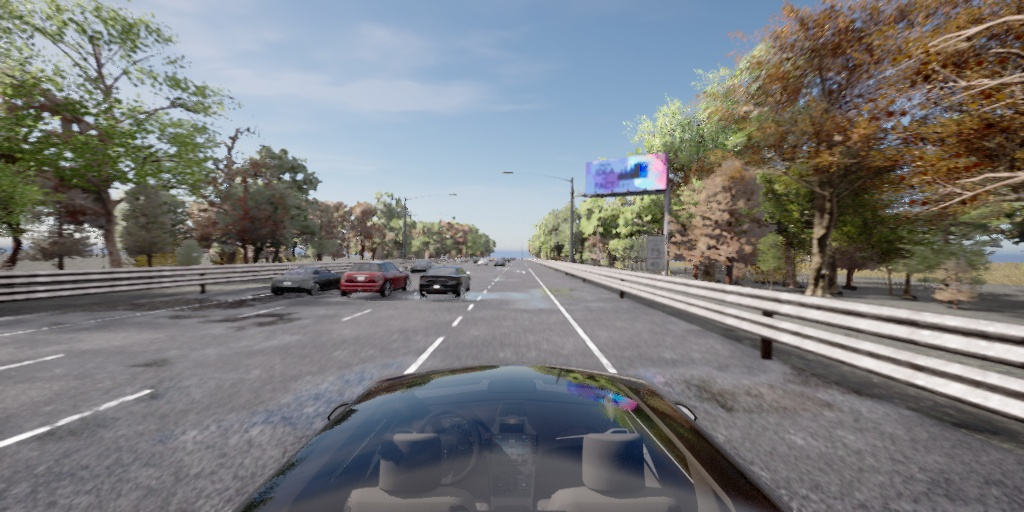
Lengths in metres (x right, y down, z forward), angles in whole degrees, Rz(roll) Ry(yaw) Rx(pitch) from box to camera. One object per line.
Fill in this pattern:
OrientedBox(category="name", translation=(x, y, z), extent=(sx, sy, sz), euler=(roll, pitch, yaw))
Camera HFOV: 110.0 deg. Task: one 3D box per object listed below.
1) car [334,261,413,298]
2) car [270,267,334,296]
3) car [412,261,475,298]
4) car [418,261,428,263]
OrientedBox(category="car", translation=(-6.762, 1.045, 18.277), extent=(2.097, 1.767, 4.553), euler=(0, 0, 1))
OrientedBox(category="car", translation=(-10.263, 1.229, 18.463), extent=(1.994, 1.385, 4.181), euler=(0, 0, 1))
OrientedBox(category="car", translation=(-3.267, 1.199, 18.227), extent=(1.882, 1.535, 5.008), euler=(0, 0, 1))
OrientedBox(category="car", translation=(-9.851, 1.228, 40.125), extent=(1.994, 1.385, 4.181), euler=(0, 0, 1))
